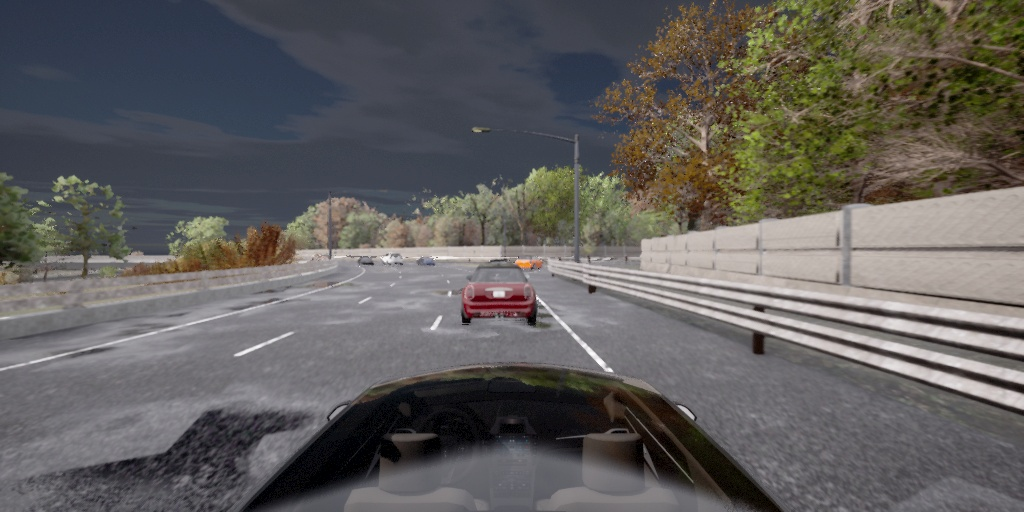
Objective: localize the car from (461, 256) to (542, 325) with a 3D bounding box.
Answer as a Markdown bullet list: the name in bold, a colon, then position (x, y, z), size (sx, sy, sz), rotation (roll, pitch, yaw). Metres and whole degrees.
- **car**: position (-0.434, 1.004, 11.607), size (2.097, 1.767, 4.553), rotation (0, 1, -3)

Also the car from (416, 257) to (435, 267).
- **car**: position (-12.813, 0.820, 53.020), size (2.033, 1.411, 5.357), rotation (0, 1, -27)

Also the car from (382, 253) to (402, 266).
- **car**: position (-19.149, 0.470, 57.254), size (2.150, 2.045, 5.566), rotation (0, 1, -31)

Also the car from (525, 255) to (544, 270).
- **car**: position (2.058, 0.710, 40.382), size (2.097, 1.767, 4.553), rotation (0, 1, 22)

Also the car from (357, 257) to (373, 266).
- **car**: position (-23.776, 0.818, 57.968), size (1.994, 1.385, 4.181), rotation (-1, 1, -32)
